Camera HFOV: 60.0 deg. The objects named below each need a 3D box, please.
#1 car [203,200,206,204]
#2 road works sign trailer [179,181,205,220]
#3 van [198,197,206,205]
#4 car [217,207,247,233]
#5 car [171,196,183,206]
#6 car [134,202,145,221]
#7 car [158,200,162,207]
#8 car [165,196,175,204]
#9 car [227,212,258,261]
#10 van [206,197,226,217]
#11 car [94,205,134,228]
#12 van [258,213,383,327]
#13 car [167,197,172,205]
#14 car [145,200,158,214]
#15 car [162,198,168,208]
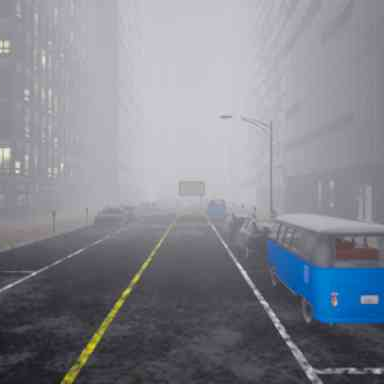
[{"bbox_3d":[2.661,1.954,41.053,1.802,1.307,4.206,0,-1,0],"label":"car"},{"bbox_3d":[-0.019,0.750,31.250,2.380,3.560,2.880,0,-1,0],"label":"road works sign trailer"},{"bbox_3d":[2.642,1.959,69.539,1.690,1.788,3.998,0,0,0],"label":"van"},{"bbox_3d":[2.675,1.720,18.267,2.008,1.369,4.403,0,-1,0],"label":"car"},{"bbox_3d":[-3.044,2.104,70.977,1.882,1.535,5.008,0,0,0],"label":"car"},{"bbox_3d":[-5.712,1.838,29.655,1.947,1.339,4.313,0,-1,0],"label":"car"},{"bbox_3d":[-5.723,1.968,46.746,1.887,1.381,4.507,0,-1,0],"label":"car"},{"bbox_3d":[-5.748,2.071,86.625,2.192,1.841,5.009,0,0,0],"label":"car"},{"bbox_3d":[2.679,1.668,12.570,2.008,1.369,4.403,0,-1,0],"label":"car"},{"bbox_3d":[2.664,1.663,35.359,1.690,1.788,3.998,0,-1,0],"label":"van"},{"bbox_3d":[-5.709,1.766,23.959,1.887,1.381,4.507,0,-1,0],"label":"car"},{"bbox_3d":[2.681,1.406,6.876,1.690,1.788,3.998,0,-1,0],"label":"van"},{"bbox_3d":[-5.738,2.200,69.533,1.802,1.307,4.206,0,0,0],"label":"car"},{"bbox_3d":[-5.720,1.939,41.048,1.947,1.339,4.313,0,-1,0],"label":"car"},{"bbox_3d":[-5.730,2.104,58.139,1.802,1.307,4.206,0,0,0],"label":"car"}]
